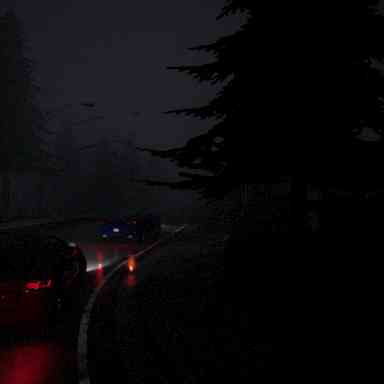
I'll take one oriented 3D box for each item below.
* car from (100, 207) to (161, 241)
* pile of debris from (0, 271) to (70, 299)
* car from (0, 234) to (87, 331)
[{"bbox_3d":[-2.930,1.496,16.816,1.882,1.535,5.008,0,0,8],"label":"car"},{"bbox_3d":[-3.966,2.185,7.973,1.500,0.140,1.860,0,0,-4],"label":"pile of debris"},{"bbox_3d":[-3.475,1.568,6.925,1.994,1.385,4.181,0,0,-11],"label":"car"}]
